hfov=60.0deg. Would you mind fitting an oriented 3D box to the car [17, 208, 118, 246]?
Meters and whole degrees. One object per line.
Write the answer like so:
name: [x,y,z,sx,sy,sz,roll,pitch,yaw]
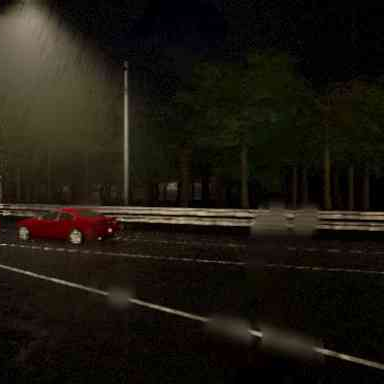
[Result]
car: [-5.797,1.504,15.354,5.008,1.535,1.882,0,0,23]
